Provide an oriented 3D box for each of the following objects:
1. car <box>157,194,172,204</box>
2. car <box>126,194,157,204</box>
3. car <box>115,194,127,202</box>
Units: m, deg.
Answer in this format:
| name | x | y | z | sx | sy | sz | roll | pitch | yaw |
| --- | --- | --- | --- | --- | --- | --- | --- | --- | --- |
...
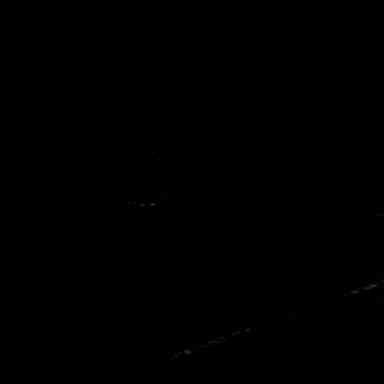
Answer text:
| name | x | y | z | sx | sy | sz | roll | pitch | yaw |
| --- | --- | --- | --- | --- | --- | --- | --- | --- | --- |
| car | -4.886 | 1.119 | 52.127 | 1.812 | 1.442 | 4.674 | 0 | 0 | -39 |
| car | -7.780 | 1.109 | 51.156 | 1.812 | 1.442 | 4.674 | 0 | 0 | -39 |
| car | -12.297 | 1.087 | 60.822 | 2.128 | 1.511 | 4.902 | 0 | 0 | -41 |
